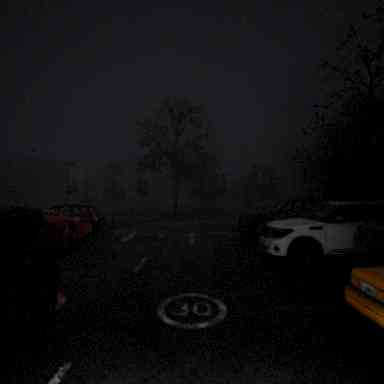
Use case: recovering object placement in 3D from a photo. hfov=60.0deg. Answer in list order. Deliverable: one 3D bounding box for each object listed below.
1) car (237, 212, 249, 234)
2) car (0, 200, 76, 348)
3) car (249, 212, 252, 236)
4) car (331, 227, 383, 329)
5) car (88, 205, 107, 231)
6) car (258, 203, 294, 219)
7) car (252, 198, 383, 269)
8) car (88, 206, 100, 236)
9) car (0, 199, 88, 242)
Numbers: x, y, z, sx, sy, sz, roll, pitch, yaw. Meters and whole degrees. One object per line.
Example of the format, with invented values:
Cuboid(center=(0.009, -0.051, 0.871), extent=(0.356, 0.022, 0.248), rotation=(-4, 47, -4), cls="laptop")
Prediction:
Cuboid(center=(5.041, 1.322, 16.309), extent=(5.566, 2.045, 2.435), rotation=(0, -1, 0), cls="car")
Cuboid(center=(-3.344, 1.221, 3.589), extent=(2.150, 2.045, 5.566), rotation=(0, 0, 0), cls="car")
Cuboid(center=(5.075, 1.543, 13.637), extent=(4.892, 1.521, 2.231), rotation=(0, -1, 0), cls="car")
Cuboid(center=(5.279, 1.480, 5.128), extent=(5.366, 1.575, 1.946), rotation=(0, 0, 0), cls="car")
Cuboid(center=(-7.177, 1.472, 18.422), extent=(4.553, 1.767, 2.185), rotation=(0, -1, 0), cls="car")
Cuboid(center=(9.276, 2.012, 36.557), extent=(1.882, 1.535, 5.008), rotation=(-1, -2, 39), cls="car")
Cuboid(center=(5.066, 1.261, 10.847), extent=(5.566, 2.045, 2.435), rotation=(0, -1, 0), cls="car")
Cuboid(center=(-7.190, 1.561, 15.385), extent=(5.008, 1.535, 2.097), rotation=(0, -1, 0), cls="car")
Cuboid(center=(-7.153, 1.275, 12.470), extent=(5.566, 2.045, 2.435), rotation=(0, 0, 0), cls="car")
